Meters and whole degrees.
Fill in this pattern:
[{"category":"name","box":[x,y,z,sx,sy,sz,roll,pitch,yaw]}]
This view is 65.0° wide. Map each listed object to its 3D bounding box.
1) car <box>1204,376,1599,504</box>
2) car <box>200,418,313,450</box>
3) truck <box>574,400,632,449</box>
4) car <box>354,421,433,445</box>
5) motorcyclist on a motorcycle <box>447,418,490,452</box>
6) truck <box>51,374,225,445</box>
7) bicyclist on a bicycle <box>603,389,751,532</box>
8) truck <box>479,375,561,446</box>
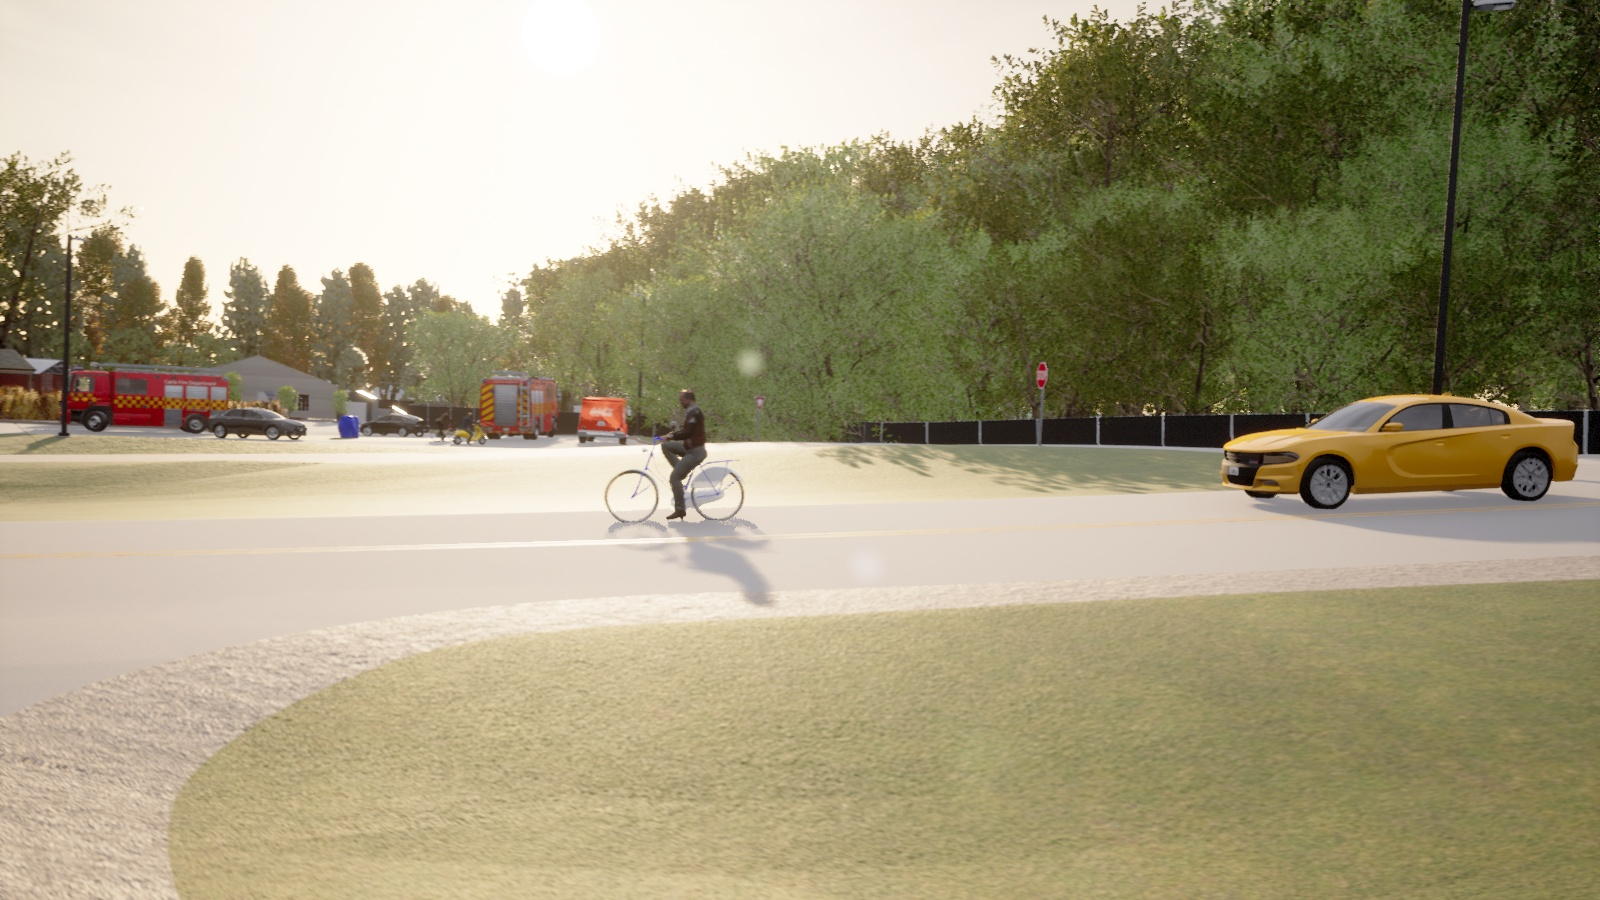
[{"category":"car","box":[8.633,-0.207,18.120,5.008,1.535,1.882,-3,3,-9]},{"category":"car","box":[-26.295,-0.791,60.746,4.892,1.490,1.837,1,1,13]},{"category":"truck","box":[-10.569,-1.410,67.832,2.627,2.467,5.204,1,3,-4]},{"category":"car","box":[-26.870,-1.143,82.964,4.892,1.490,1.837,1,2,20]},{"category":"motorcyclist on a motorcycle","box":[-16.080,-0.752,60.962,1.817,1.590,0.866,-2,4,-42]},{"category":"truck","box":[-37.583,-2.256,71.454,8.468,3.827,2.891,0,2,-35]},{"category":"bicyclist on a bicycle","box":[-1.618,0.117,16.474,1.843,1.776,0.659,-2,3,-9]},{"category":"truck","box":[-16.027,-2.311,72.493,2.891,3.827,8.468,0,2,-1]}]
